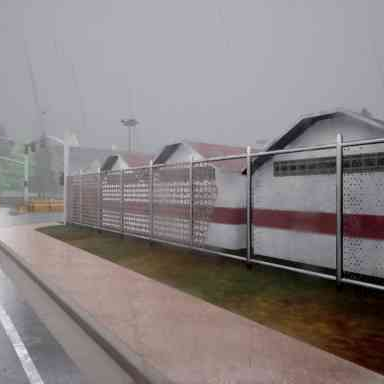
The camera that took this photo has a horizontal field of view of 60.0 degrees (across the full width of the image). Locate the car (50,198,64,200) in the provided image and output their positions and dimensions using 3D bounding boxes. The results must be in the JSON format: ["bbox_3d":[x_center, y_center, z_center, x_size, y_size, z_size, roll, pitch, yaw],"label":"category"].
[{"bbox_3d":[-17.244,1.505,42.245,4.892,1.490,1.837,0,0,-39],"label":"car"}]
